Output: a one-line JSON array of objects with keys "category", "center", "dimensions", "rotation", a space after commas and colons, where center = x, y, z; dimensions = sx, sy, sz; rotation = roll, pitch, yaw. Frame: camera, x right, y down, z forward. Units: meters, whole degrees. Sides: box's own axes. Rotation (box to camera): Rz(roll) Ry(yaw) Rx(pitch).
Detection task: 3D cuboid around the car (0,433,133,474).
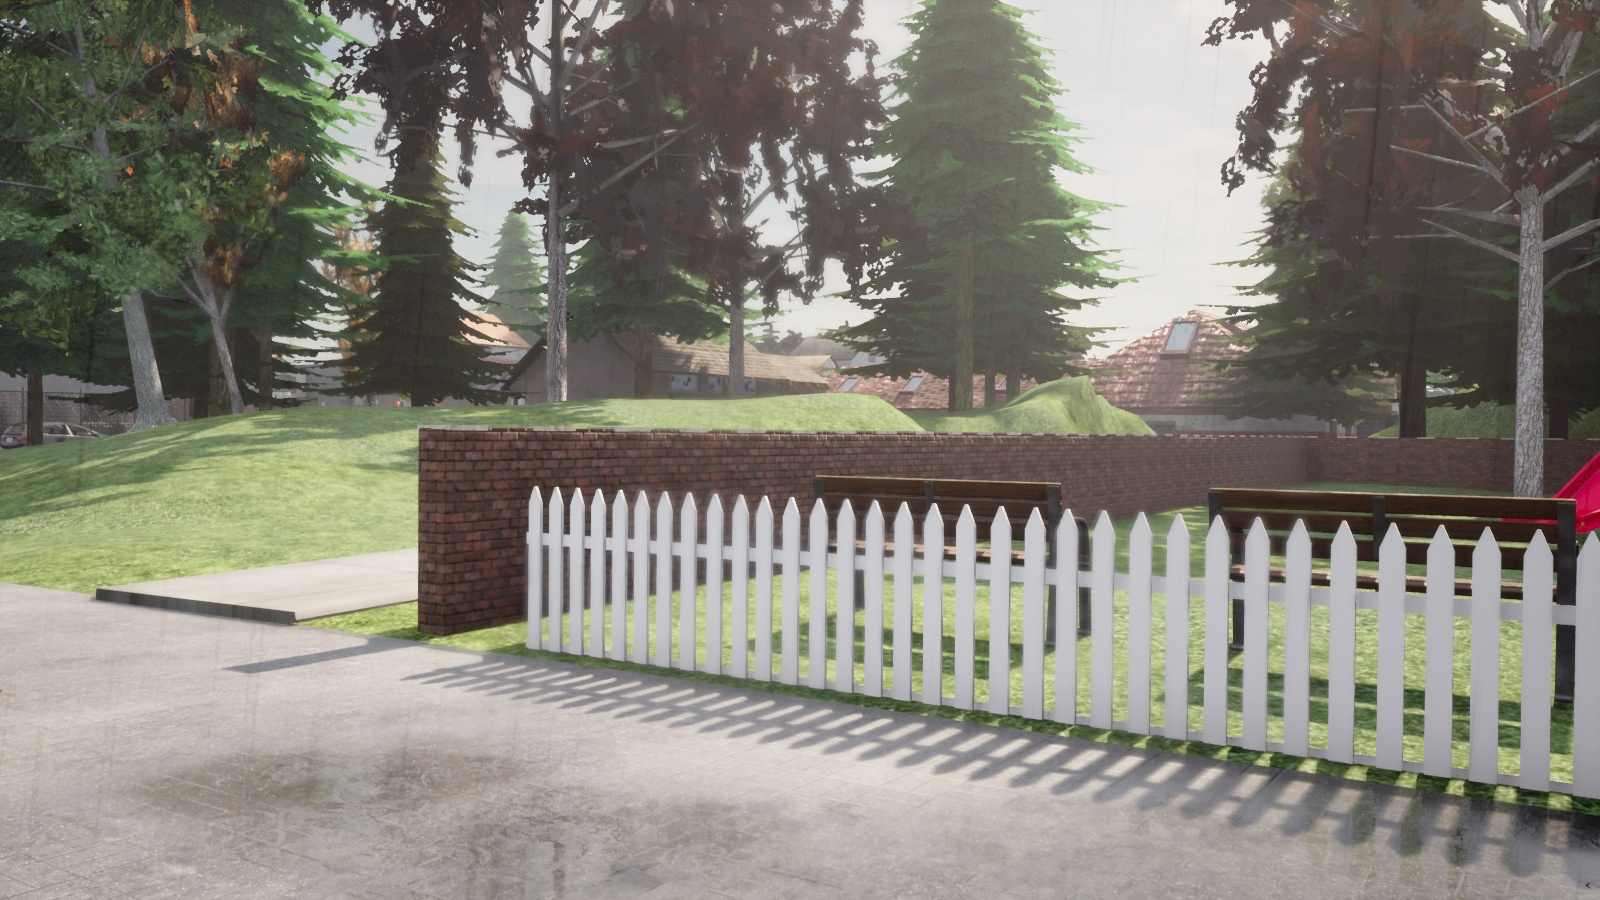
[{"category": "car", "center": [-31.537, 0.125, 53.893], "dimensions": [2.242, 1.667, 4.611], "rotation": [0, 1, 33]}]
